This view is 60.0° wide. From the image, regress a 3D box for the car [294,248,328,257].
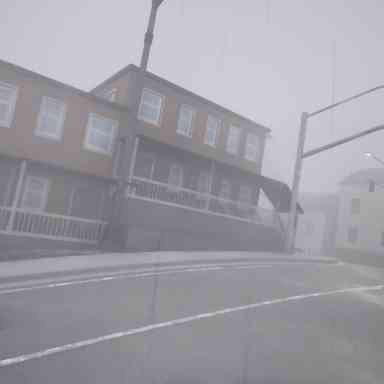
[{"bbox_3d":[9.707,5.695,29.286,1.812,1.442,4.674,14,-16,-34],"label":"car"}]
